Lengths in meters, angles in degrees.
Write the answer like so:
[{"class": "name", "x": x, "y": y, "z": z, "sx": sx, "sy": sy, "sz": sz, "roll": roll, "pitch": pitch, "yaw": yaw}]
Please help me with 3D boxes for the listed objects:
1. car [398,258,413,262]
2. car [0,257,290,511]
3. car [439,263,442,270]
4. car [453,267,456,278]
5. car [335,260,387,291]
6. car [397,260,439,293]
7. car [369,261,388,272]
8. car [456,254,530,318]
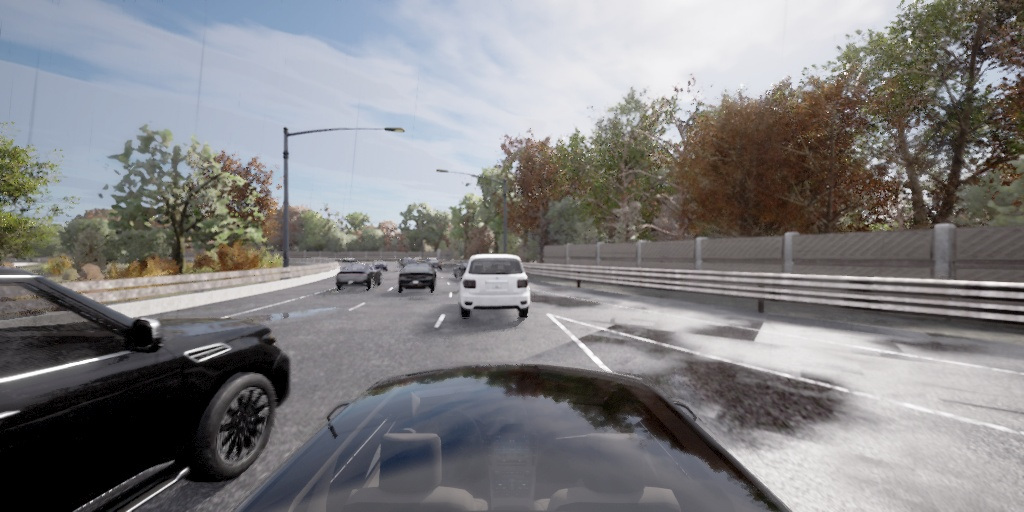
[{"class": "car", "x": -13.330, "y": 1.173, "z": 46.167, "sx": 2.128, "sy": 1.511, "sz": 4.902, "roll": 0, "pitch": 0, "yaw": -24}, {"class": "car", "x": -3.483, "y": 0.975, "z": 1.519, "sx": 2.150, "sy": 2.045, "sz": 5.566, "roll": 0, "pitch": 0, "yaw": 0}, {"class": "car", "x": -10.978, "y": 1.200, "z": 49.190, "sx": 1.812, "sy": 1.442, "sz": 4.674, "roll": 0, "pitch": 0, "yaw": -24}, {"class": "car", "x": -3.679, "y": 1.251, "z": 29.907, "sx": 2.033, "sy": 1.411, "sz": 5.357, "roll": 0, "pitch": 0, "yaw": -17}, {"class": "car", "x": -9.100, "y": 1.213, "z": 21.610, "sx": 2.128, "sy": 1.511, "sz": 4.902, "roll": 0, "pitch": 0, "yaw": -10}, {"class": "car", "x": -5.393, "y": 1.198, "z": 20.805, "sx": 1.882, "sy": 1.535, "sz": 5.008, "roll": 0, "pitch": 0, "yaw": -10}, {"class": "car", "x": -17.677, "y": 1.283, "z": 47.327, "sx": 1.895, "sy": 1.301, "sz": 4.718, "roll": 0, "pitch": 0, "yaw": -25}, {"class": "car", "x": -0.723, "y": 0.956, "z": 13.042, "sx": 2.150, "sy": 2.045, "sz": 5.566, "roll": 0, "pitch": 1, "yaw": -6}]
